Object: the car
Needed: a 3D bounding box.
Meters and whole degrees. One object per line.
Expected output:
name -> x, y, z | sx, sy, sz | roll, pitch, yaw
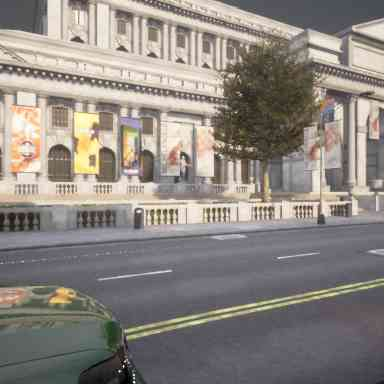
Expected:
car -> -2.905, 1.221, 1.492 | 5.566, 2.045, 2.150 | 0, 0, -37
